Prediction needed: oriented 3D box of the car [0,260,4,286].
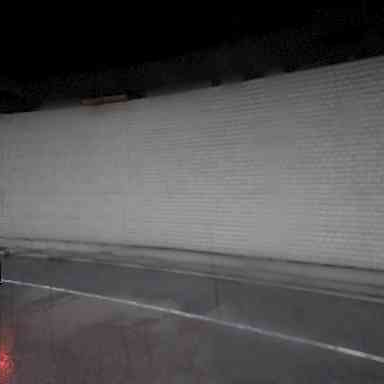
[{"bbox_3d":[-6.035,1.468,6.665,4.902,1.511,2.128,0,0,24],"label":"car"}]
